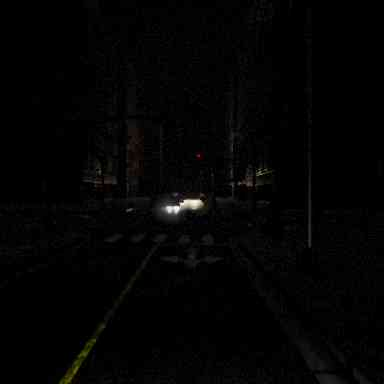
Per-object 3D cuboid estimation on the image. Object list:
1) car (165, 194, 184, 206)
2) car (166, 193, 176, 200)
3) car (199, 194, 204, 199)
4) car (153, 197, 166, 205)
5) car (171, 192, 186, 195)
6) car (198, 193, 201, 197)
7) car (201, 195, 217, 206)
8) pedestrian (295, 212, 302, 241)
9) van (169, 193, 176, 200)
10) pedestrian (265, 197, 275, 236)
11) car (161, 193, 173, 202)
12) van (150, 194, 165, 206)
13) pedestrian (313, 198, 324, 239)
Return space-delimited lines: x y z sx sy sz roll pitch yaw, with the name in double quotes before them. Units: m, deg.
"car" -2.858 1.439 52.220 2.128 1.511 4.902 0 0 1
"car" -5.427 1.177 85.839 2.192 1.841 5.009 0 0 0
"car" 2.988 1.493 68.841 1.802 1.307 4.206 0 0 0
"car" -5.609 1.518 57.596 1.802 1.307 4.206 0 0 0
"car" -2.695 1.392 67.450 1.882 1.535 5.008 0 1 0
"car" 3.061 1.425 80.138 1.887 1.381 4.507 0 0 0
"car" 2.880 1.513 51.893 1.947 1.339 4.313 0 0 0
"pedestrian" 4.617 1.431 14.409 0.375 1.300 0.375 0 0 0
"van" -5.390 1.184 91.487 1.690 1.788 3.998 0 0 0
"pedestrian" 3.631 1.136 15.610 0.375 1.860 0.375 0 0 0
"car" -5.499 1.211 74.542 2.192 1.841 5.009 0 0 0
"van" -5.645 1.288 51.947 1.690 1.788 3.998 0 0 0
"pedestrian" 5.632 1.178 15.010 0.375 1.860 0.375 0 0 0
